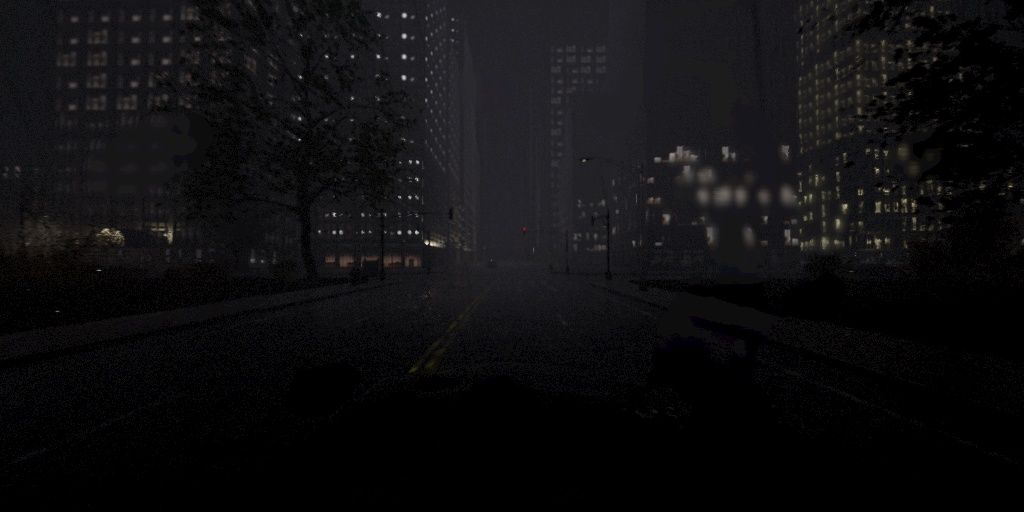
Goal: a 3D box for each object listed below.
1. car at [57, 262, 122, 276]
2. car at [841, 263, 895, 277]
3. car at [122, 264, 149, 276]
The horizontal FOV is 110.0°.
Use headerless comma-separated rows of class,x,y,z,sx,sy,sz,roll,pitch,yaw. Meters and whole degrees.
car,-44.190,1.395,37.259,4.892,1.490,1.837,0,-1,2
car,40.532,1.620,40.955,5.008,1.535,1.882,0,-1,2
car,-44.059,1.564,40.514,4.718,1.301,1.895,0,-1,2
